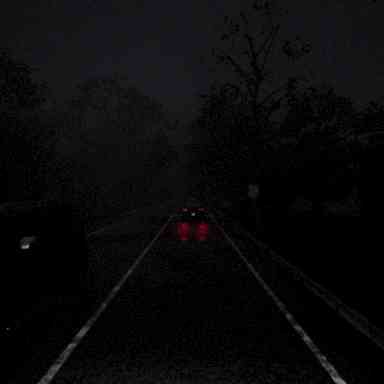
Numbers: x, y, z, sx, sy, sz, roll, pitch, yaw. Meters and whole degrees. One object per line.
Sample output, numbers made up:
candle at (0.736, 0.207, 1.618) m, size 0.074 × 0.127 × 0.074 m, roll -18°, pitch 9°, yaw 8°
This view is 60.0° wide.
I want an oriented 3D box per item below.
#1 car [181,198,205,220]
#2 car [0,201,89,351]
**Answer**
car at (0.101, 1.461, 27.073) m, size 1.812 × 1.442 × 4.674 m, roll 0°, pitch 0°, yaw 0°
car at (-3.543, 1.222, 5.779) m, size 2.150 × 2.045 × 5.566 m, roll 0°, pitch 0°, yaw 0°
